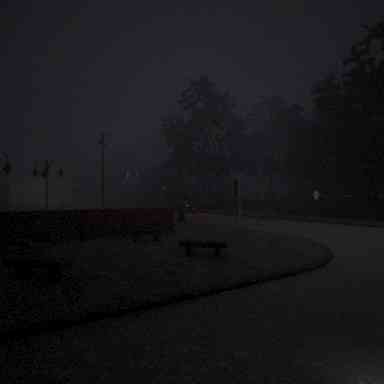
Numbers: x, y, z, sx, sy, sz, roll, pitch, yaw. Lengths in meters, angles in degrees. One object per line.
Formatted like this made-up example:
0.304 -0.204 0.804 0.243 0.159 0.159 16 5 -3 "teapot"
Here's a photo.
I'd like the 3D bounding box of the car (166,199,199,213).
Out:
-1.109 1.526 35.724 1.812 1.442 4.674 0 0 -35 "car"
